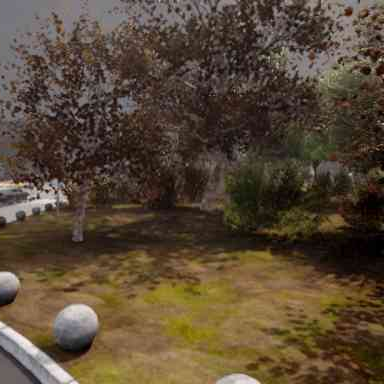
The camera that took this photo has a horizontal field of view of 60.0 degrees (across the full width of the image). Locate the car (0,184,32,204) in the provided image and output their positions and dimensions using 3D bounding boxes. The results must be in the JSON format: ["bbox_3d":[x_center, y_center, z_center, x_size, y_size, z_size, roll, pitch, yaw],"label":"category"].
[{"bbox_3d":[-16.497,0.323,30.466,1.837,1.490,4.892,0,4,-1],"label":"car"}]

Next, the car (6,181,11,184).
[{"bbox_3d":[-27.566,-1.109,49.978,1.946,1.575,5.366,1,4,3],"label":"car"}]

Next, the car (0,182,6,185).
[{"bbox_3d":[-27.871,-0.749,44.473,1.946,1.575,5.366,1,4,3],"label":"car"}]

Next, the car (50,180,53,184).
[{"bbox_3d":[-26.637,-2.177,66.773,2.163,1.488,4.792,1,4,3],"label":"car"}]
